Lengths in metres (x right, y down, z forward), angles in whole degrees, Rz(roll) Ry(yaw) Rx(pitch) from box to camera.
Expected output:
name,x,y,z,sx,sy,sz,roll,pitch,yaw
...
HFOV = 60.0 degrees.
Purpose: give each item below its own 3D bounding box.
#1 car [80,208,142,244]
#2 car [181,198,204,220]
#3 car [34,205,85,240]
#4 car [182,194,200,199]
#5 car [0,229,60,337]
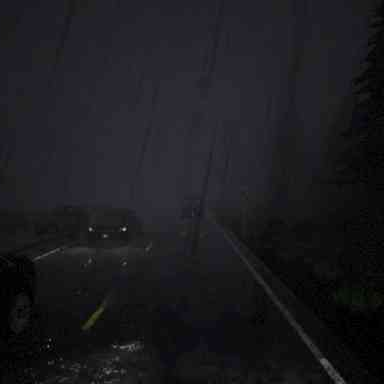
name,x,y,z,sx,sy,sz,roll,pitch,yaw
car,-3.525,1.537,15.907,1.812,1.442,4.674,0,0,1
car,0.066,1.545,28.252,1.812,1.442,4.674,0,0,0
car,-6.476,1.468,17.183,1.816,1.474,4.193,6,0,-2
car,0.031,1.252,39.484,2.150,2.045,5.566,0,0,0
car,-3.600,1.496,3.845,2.128,1.511,4.902,0,0,0
